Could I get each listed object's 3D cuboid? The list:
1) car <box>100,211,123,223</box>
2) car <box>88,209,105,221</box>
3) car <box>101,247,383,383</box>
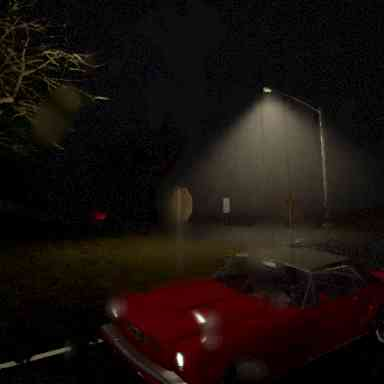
[{"bbox_3d":[-12.954,4.249,54.486,1.994,1.385,4.181,-2,-2,-33],"label":"car"},{"bbox_3d":[-17.269,4.216,60.685,2.150,2.045,5.566,-1,-1,-35],"label":"car"},{"bbox_3d":[1.210,1.576,4.810,4.718,1.301,1.895,0,0,-36],"label":"car"}]
